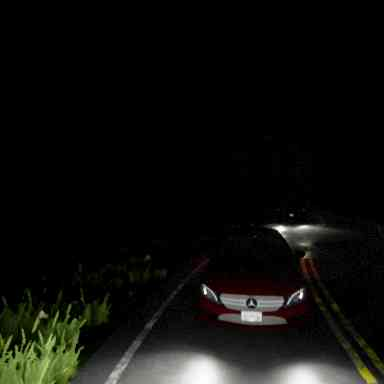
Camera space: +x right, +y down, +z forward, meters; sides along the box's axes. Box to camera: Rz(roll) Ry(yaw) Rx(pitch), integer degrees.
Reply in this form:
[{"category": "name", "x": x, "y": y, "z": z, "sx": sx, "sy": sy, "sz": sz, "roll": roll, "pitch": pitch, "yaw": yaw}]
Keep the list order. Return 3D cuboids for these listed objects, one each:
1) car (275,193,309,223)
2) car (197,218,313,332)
[{"category": "car", "x": 7.654, "y": 1.152, "z": 25.322, "sx": 2.150, "sy": 2.045, "sz": 5.566, "roll": -2, "pitch": 1, "yaw": 19}, {"category": "car", "x": 1.306, "y": 1.536, "z": 7.094, "sx": 1.812, "sy": 1.442, "sz": 4.674, "roll": -1, "pitch": 0, "yaw": 11}]
